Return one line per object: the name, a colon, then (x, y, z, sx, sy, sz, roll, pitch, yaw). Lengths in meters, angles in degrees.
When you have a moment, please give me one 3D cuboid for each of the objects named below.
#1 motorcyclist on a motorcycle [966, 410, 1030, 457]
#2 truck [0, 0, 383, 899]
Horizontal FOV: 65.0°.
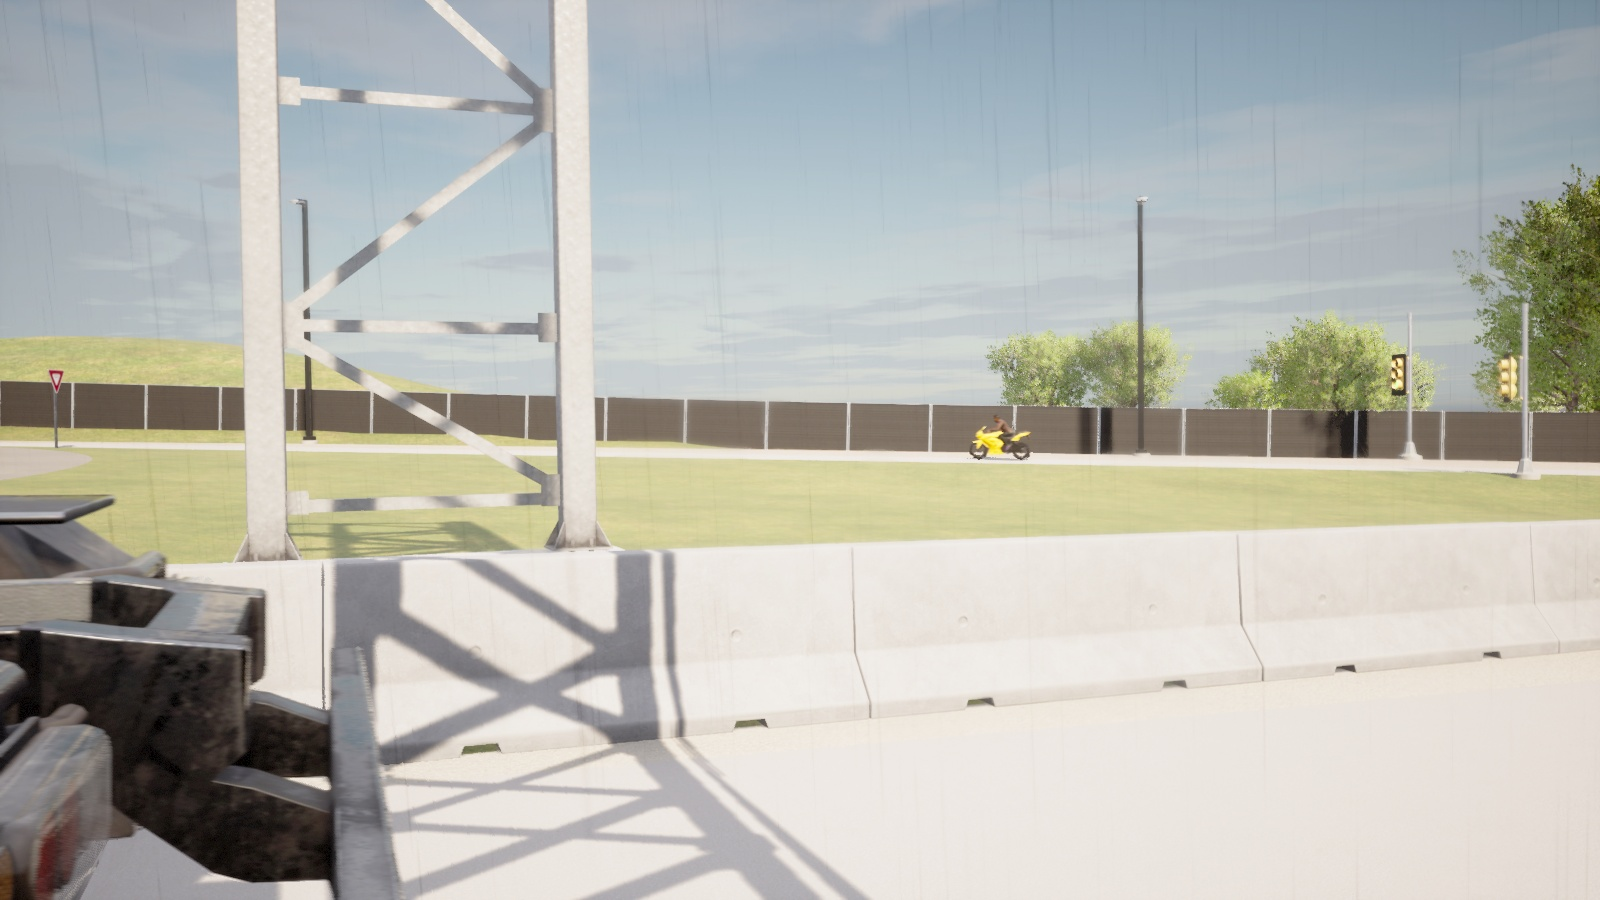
motorcyclist on a motorcycle: (6.534, -0.560, 41.464, 2.044, 1.523, 0.797, 0, 2, 6)
truck: (-4.729, -0.156, 1.431, 7.936, 3.462, 2.891, -1, 1, -21)
